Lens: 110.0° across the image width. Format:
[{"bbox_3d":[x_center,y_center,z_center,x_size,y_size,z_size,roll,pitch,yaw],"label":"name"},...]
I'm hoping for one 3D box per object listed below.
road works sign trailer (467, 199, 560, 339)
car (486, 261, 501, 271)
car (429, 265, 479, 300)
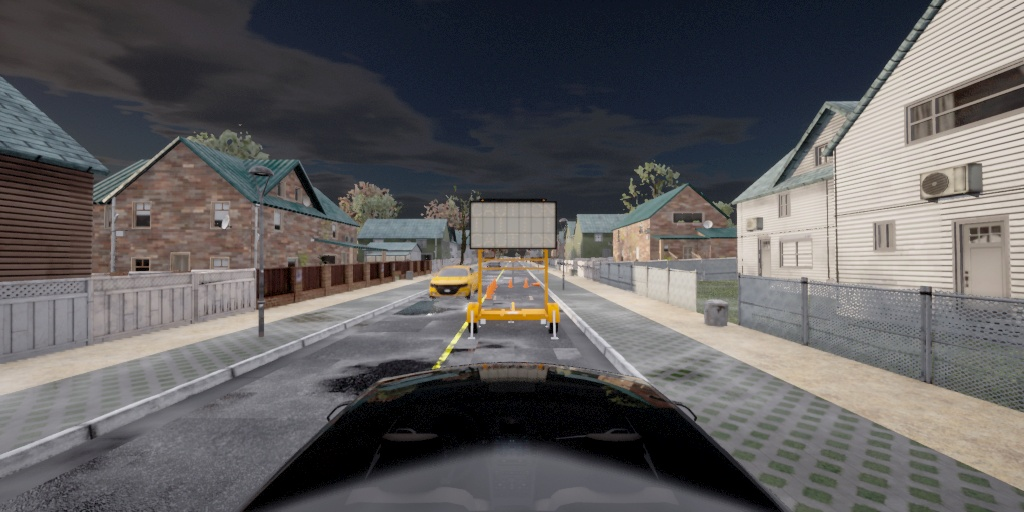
[{"bbox_3d":[0.032,0.217,10.018,2.380,3.560,2.880,0,0,0],"label":"road works sign trailer"},{"bbox_3d":[-2.582,1.277,50.853,1.812,1.442,4.674,0,0,0],"label":"car"},{"bbox_3d":[-2.792,1.232,18.021,1.882,1.535,5.008,0,0,0],"label":"car"}]
